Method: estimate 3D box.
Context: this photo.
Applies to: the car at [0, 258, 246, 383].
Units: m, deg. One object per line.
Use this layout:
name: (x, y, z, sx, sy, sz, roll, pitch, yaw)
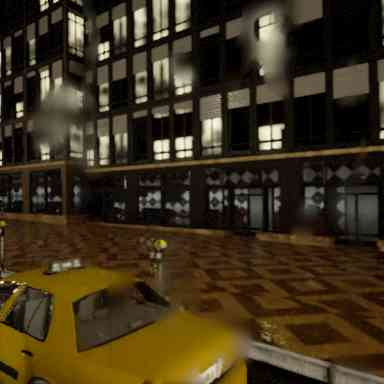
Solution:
car: (-1.746, 1.504, 4.139, 4.829, 1.417, 1.752, 0, -1, 36)
